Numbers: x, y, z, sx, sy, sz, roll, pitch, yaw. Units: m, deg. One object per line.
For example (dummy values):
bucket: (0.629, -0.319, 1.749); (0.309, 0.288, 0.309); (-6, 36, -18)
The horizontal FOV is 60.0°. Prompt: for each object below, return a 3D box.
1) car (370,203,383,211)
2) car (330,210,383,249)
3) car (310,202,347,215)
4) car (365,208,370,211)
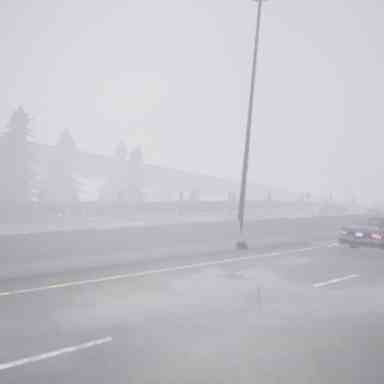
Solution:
car: (18.811, 1.843, 30.307); (5.357, 1.411, 2.033); (1, -1, -35)
car: (8.343, 1.672, 13.999); (5.357, 1.411, 2.033); (1, 0, -35)
car: (14.860, 1.790, 36.080); (4.902, 1.511, 2.128); (1, -1, -35)
car: (20.529, 1.953, 35.821); (4.674, 1.442, 1.812); (3, -1, -35)
